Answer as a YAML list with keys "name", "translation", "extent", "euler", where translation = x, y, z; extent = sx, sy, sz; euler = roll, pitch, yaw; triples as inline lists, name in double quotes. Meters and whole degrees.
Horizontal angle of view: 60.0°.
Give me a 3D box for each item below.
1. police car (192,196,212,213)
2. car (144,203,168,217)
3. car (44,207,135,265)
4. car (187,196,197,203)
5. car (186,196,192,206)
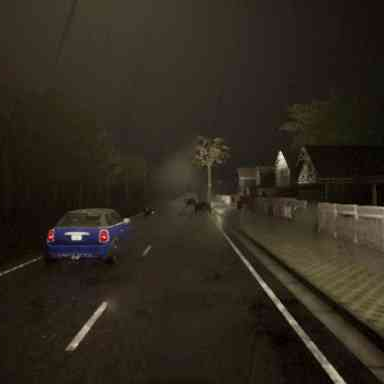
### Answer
- name: "police car"
  translation: [1.223, 1.519, 38.687]
  extent: [1.930, 1.638, 5.238]
  euler: [0, 0, 0]
- name: "car"
  translation: [-3.400, 1.676, 32.233]
  extent: [1.895, 1.301, 4.718]
  euler: [0, 0, 0]
- name: "car"
  translation: [-3.401, 1.377, 11.935]
  extent: [2.097, 1.767, 4.553]
  euler: [0, 0, 0]
- name: "car"
  translation: [-0.003, 1.608, 73.111]
  extent: [1.994, 1.385, 4.181]
  euler: [0, 0, 0]
- name: "car"
  translation: [-0.002, 1.657, 57.219]
  extent: [1.837, 1.490, 4.892]
  euler: [0, 0, 0]
